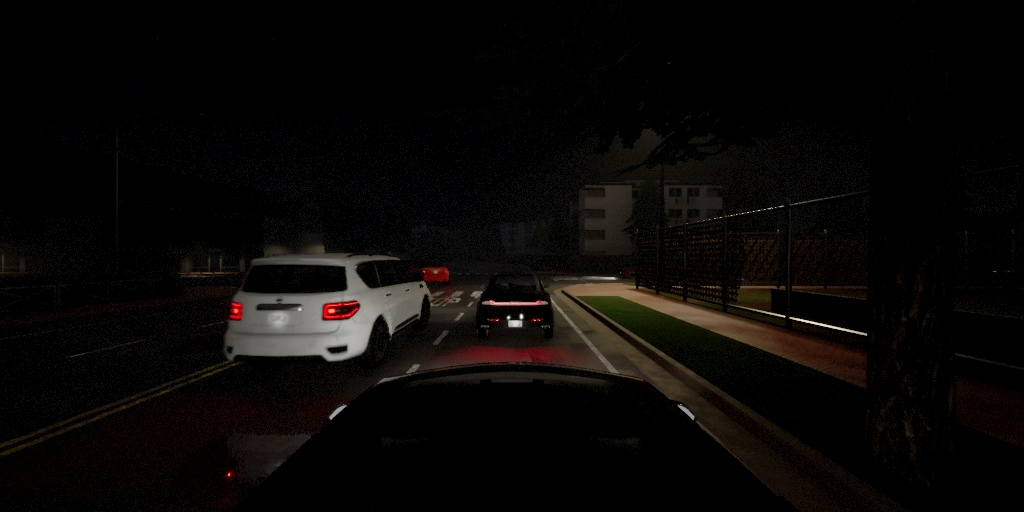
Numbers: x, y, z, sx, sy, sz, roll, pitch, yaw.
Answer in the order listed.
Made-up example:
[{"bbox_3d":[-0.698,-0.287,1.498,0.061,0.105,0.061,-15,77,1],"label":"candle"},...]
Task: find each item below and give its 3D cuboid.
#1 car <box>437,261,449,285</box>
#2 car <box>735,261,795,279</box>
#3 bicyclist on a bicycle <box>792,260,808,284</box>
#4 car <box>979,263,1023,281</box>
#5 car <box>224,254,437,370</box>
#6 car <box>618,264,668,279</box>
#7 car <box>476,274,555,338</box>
[{"bbox_3d":[-6.214,1.101,25.682,2.097,1.767,4.553,0,0,-32],"label":"car"},{"bbox_3d":[22.433,1.236,31.949,4.892,1.490,1.837,0,0,0],"label":"car"},{"bbox_3d":[18.301,1.037,22.965,0.582,1.620,1.656,0,0,0],"label":"bicyclist on a bicycle"},{"bbox_3d":[40.889,1.273,29.407,5.357,1.411,2.033,0,0,-19],"label":"car"},{"bbox_3d":[-3.390,0.974,7.904,2.150,2.045,5.566,0,0,0],"label":"car"},{"bbox_3d":[11.660,1.297,31.916,4.181,1.385,1.994,0,0,0],"label":"car"},{"bbox_3d":[0.088,1.242,10.132,2.128,1.511,4.902,0,0,0],"label":"car"}]
